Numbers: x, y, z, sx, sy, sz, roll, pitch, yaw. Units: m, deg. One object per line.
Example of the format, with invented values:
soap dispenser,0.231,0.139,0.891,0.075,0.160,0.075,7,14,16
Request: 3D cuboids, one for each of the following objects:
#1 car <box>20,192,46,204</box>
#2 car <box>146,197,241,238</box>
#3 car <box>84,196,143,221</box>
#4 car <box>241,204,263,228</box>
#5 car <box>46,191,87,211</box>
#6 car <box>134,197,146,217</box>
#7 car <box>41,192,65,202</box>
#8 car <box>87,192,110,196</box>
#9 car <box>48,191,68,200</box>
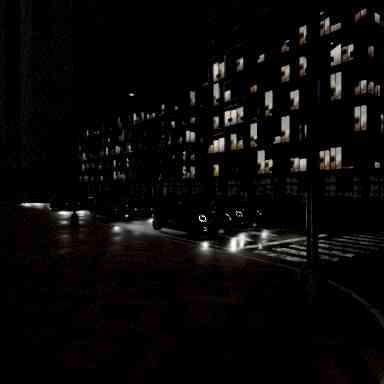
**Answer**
car,-20.634,0.726,42.708,1.994,1.385,4.181,0,1,-38
car,-0.075,1.124,16.497,2.097,1.767,4.553,0,1,-38
car,-5.653,1.208,23.555,1.895,1.301,4.718,0,1,-38
car,1.911,1.104,19.227,2.097,1.767,4.553,0,1,-38
car,-12.096,0.921,31.735,1.837,1.490,4.892,0,1,-38
car,-3.966,1.126,26.661,2.033,1.411,5.357,0,1,-38
car,-19.620,0.625,46.712,1.895,1.301,4.718,0,1,-38
car,-10.187,0.995,34.563,1.895,1.301,4.718,0,1,-38
car,-22.574,0.541,55.894,1.895,1.301,4.718,0,1,-38
